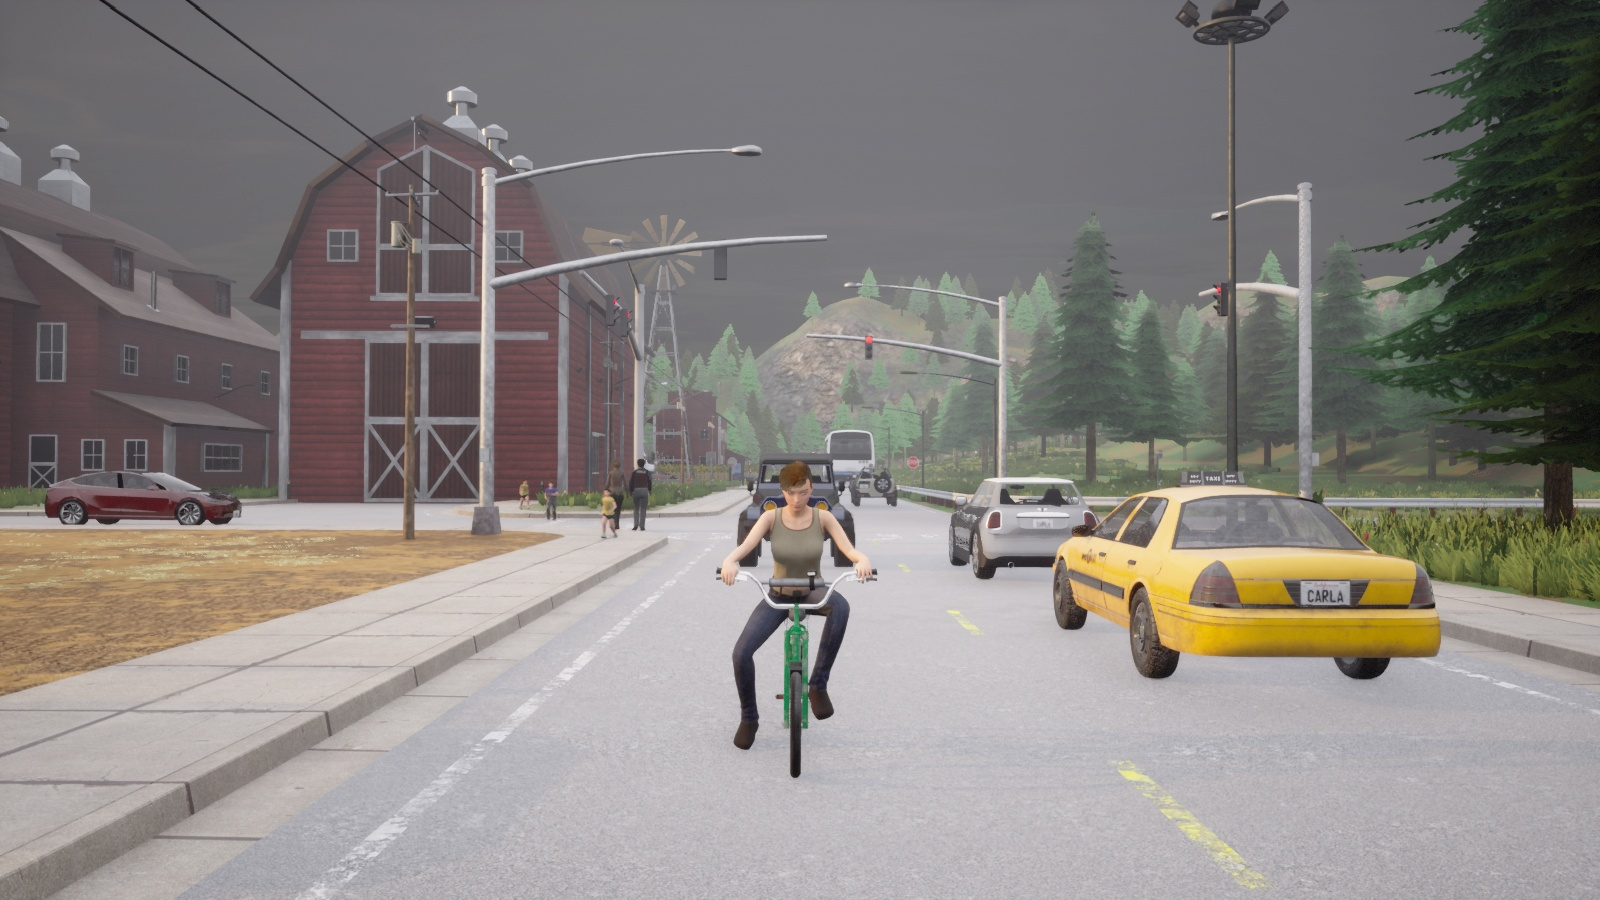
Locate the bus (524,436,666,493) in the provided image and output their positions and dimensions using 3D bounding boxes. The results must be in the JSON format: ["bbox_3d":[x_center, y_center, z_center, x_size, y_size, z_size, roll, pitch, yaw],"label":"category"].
[{"bbox_3d":[-15.608,1.114,96.304,10.273,4.253,3.944,0,-1,-1],"label":"bus"}]

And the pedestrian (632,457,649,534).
[{"bbox_3d":[-4.007,1.136,31.634,0.402,1.930,0.666,0,-1,-5],"label":"pedestrian"}]

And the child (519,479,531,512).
[{"bbox_3d":[-9.313,1.529,42.498,0.255,1.110,0.394,0,-1,-36],"label":"child"}]

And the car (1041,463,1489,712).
[{"bbox_3d":[3.476,0.919,10.686,1.801,1.575,5.366,0,-1,0],"label":"car"}]

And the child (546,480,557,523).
[{"bbox_3d":[-7.411,1.528,37.487,0.270,1.263,0.437,0,-1,-3],"label":"child"}]

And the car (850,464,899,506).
[{"bbox_3d":[3.362,1.579,57.355,1.932,1.855,4.605,0,-1,0],"label":"car"}]

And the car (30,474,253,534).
[{"bbox_3d":[-17.390,1.413,33.345,4.792,1.488,2.163,0,-1,-1],"label":"car"}]

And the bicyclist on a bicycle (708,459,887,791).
[{"bbox_3d":[-0.011,0.867,6.884,0.866,1.612,1.509,0,-1,0],"label":"bicyclist on a bicycle"}]

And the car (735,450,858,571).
[{"bbox_3d":[-0.057,0.970,21.454,1.905,1.878,3.866,0,-1,0],"label":"car"}]

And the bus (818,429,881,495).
[{"bbox_3d":[3.294,0.890,87.468,3.944,4.253,10.273,0,-1,0],"label":"bus"}]

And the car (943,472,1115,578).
[{"bbox_3d":[3.455,1.096,19.668,1.970,1.475,3.806,0,-1,0],"label":"car"}]

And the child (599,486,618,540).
[{"bbox_3d":[-3.951,1.292,25.886,0.255,1.110,0.394,0,-1,14],"label":"child"}]

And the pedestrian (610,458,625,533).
[{"bbox_3d":[-4.549,1.131,31.342,0.331,1.846,0.634,0,-1,-12],"label":"pedestrian"}]
